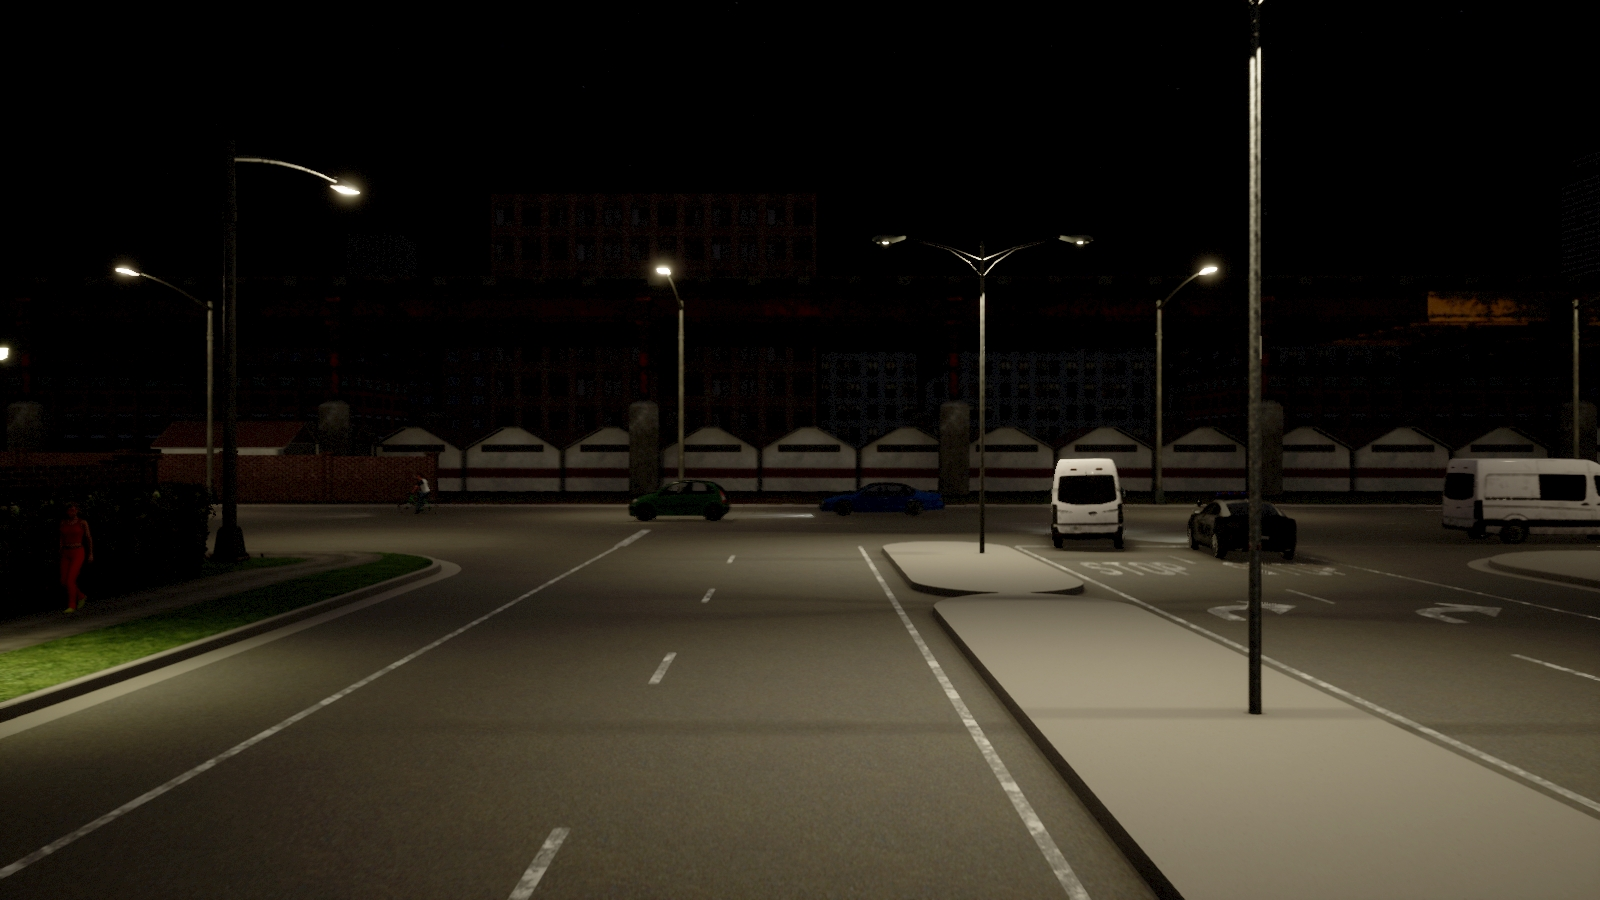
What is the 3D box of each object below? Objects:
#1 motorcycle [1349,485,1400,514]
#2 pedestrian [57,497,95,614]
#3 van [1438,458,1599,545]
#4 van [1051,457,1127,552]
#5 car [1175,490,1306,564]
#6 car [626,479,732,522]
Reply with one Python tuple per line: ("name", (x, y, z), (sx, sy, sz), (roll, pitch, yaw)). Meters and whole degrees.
("motorcycle", (25.356, 2.189, 50.466), (1.805, 1.236, 0.856), (0, 0, -1))
("pedestrian", (-11.728, 1.699, 18.505), (0.375, 1.860, 0.375), (0, 0, 0))
("van", (22.994, 1.539, 34.903), (5.915, 2.561, 1.988), (0, 0, 0))
("van", (8.761, 1.540, 34.665), (1.988, 2.561, 5.915), (-1, 0, 14))
("car", (11.750, 1.987, 30.880), (2.097, 1.638, 5.238), (0, 0, 7))
("car", (-4.775, 2.005, 45.496), (3.988, 1.617, 1.851), (0, 0, 0))
